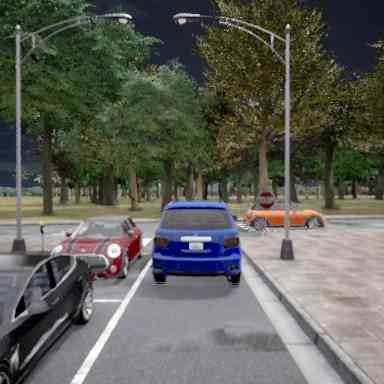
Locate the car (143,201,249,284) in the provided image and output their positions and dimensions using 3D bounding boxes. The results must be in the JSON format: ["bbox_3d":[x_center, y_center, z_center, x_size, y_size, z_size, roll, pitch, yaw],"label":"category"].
[{"bbox_3d":[0.189,1.259,9.890,2.150,2.045,5.566,0,0,2],"label":"car"}]

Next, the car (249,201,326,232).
[{"bbox_3d":[5.442,1.312,19.686,4.553,1.767,2.097,-1,1,0],"label":"car"}]

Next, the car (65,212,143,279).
[{"bbox_3d":[-2.636,1.476,9.885,1.967,1.590,4.097,-1,0,0],"label":"car"}]

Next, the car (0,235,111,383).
[{"bbox_3d":[-2.641,1.582,4.449,1.947,1.339,4.313,-1,0,0],"label":"car"}]
